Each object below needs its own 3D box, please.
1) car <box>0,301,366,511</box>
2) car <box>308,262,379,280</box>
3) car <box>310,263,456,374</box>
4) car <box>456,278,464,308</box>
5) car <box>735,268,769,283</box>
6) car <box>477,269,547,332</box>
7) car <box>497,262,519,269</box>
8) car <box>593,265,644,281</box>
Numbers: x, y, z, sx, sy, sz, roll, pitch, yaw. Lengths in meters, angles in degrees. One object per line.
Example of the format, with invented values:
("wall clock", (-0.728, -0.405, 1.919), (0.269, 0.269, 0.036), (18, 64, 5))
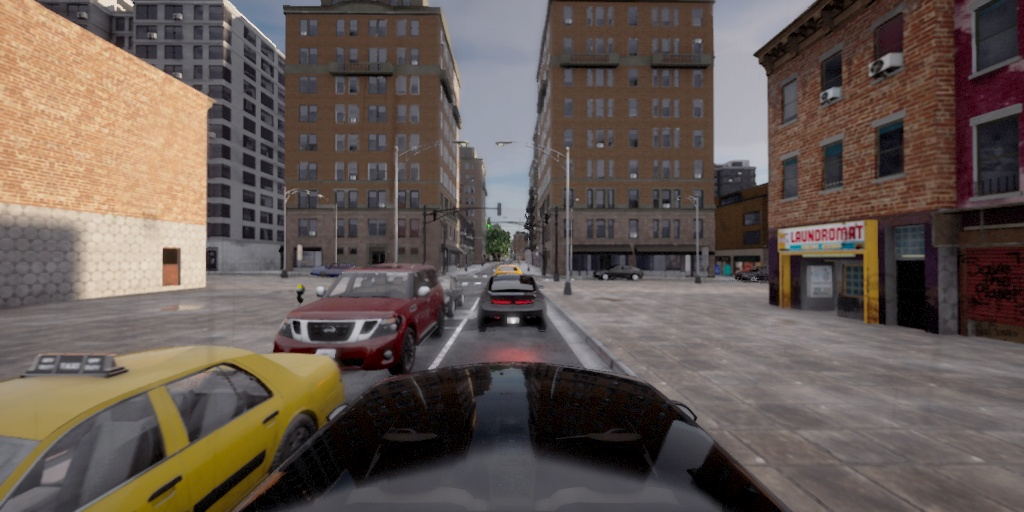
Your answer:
("car", (-2.624, 1.278, 1.887), (1.751, 1.417, 4.829), (0, 0, -1))
("car", (-14.977, 1.314, 32.013), (5.357, 1.411, 2.033), (1, -1, -1))
("car", (-2.710, 1.103, 7.669), (2.192, 1.841, 5.009), (0, 0, -1))
("car", (-2.793, 1.374, 13.283), (2.007, 1.370, 4.403), (0, 0, -1))
("car", (24.811, 1.898, 35.541), (4.892, 1.490, 1.837), (1, -1, -1))
("car", (-0.025, 1.315, 11.110), (1.837, 1.490, 4.892), (0, 0, -1))
("car", (-0.308, 1.375, 24.919), (1.882, 1.535, 5.008), (0, 0, -2))
("car", (10.468, 1.656, 35.366), (4.892, 1.490, 1.837), (1, -1, 0))
